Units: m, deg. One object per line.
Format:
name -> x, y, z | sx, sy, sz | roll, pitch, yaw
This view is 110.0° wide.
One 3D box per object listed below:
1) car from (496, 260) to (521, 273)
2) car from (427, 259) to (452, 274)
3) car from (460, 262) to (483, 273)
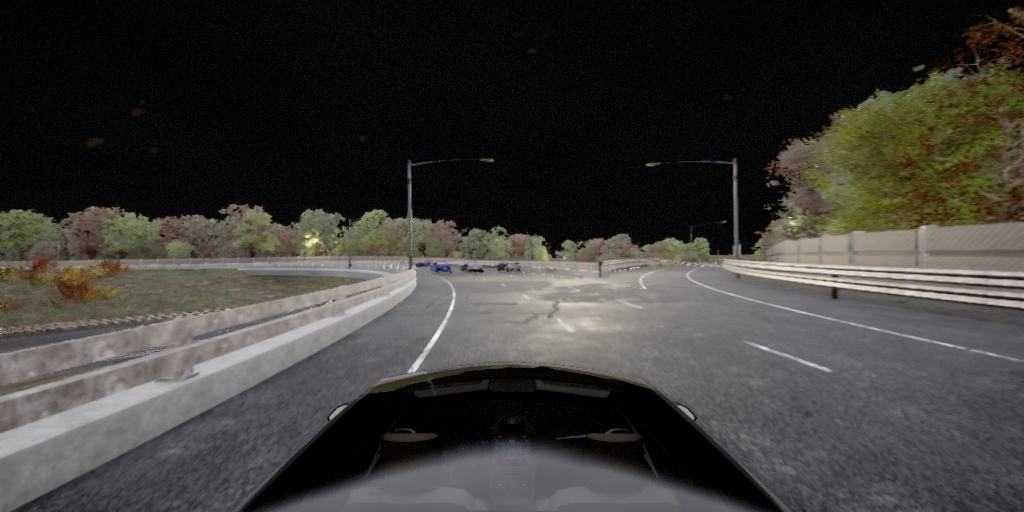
car -> -0.485, 1.248, 42.836 | 2.128, 1.511, 4.902 | -1, 0, -21
car -> -9.027, 1.393, 45.260 | 1.882, 1.535, 5.008 | -1, 0, -24
car -> -5.124, 1.407, 44.947 | 1.994, 1.385, 4.181 | -1, 0, -23
